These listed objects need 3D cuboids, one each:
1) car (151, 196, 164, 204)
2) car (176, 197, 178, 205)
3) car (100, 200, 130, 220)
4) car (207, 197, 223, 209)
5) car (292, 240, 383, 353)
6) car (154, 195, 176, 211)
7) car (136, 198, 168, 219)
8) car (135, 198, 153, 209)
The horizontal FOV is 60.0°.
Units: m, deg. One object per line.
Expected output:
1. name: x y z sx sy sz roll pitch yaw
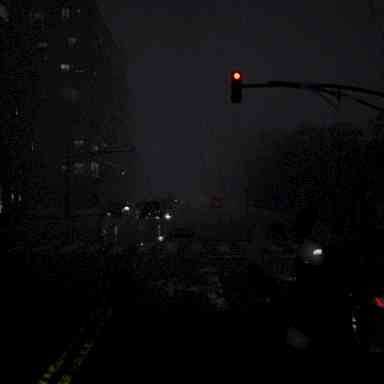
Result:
1. car: -6.717 1.567 65.443 2.033 1.411 5.357 0 0 0
2. car: -3.493 1.366 57.570 2.097 1.767 4.553 0 0 0
3. car: -6.686 1.518 29.193 2.128 1.511 4.902 0 1 0
4. car: 3.221 1.485 46.455 1.882 1.535 5.008 0 0 0
5. car: 3.334 1.563 6.151 1.994 1.385 4.181 0 0 0
6. car: -3.466 1.495 41.851 2.128 1.511 4.902 0 0 0
7. car: -3.436 1.522 29.186 1.837 1.490 4.892 0 0 0
8. car: -6.729 1.608 47.203 1.895 1.301 4.718 0 0 0
